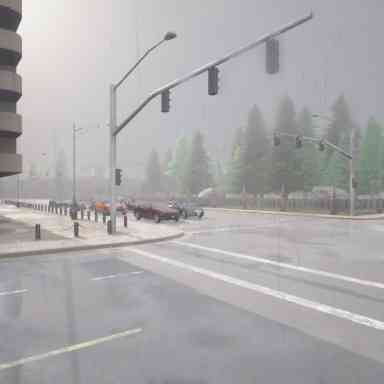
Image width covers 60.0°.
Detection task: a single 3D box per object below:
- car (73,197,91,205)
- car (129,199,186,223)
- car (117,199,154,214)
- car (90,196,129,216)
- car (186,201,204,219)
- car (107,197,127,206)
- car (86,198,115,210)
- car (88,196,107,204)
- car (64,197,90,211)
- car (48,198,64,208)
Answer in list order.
[{"bbox_3d":[-20.823,1.656,62.939,1.895,1.301,4.718,0,0,-36],"label":"car"},{"bbox_3d":[-2.876,1.533,26.530,1.882,1.535,5.008,0,0,-36],"label":"car"},{"bbox_3d":[-6.407,1.547,37.203,2.128,1.511,4.902,0,0,-36],"label":"car"},{"bbox_3d":[-8.343,1.407,33.925,2.097,1.767,4.553,0,0,-36],"label":"car"},{"bbox_3d":[-0.891,1.547,29.735,2.128,1.511,4.902,0,0,-36],"label":"car"},{"bbox_3d":[-13.245,1.581,58.590,1.812,1.442,4.674,0,0,-36],"label":"car"},{"bbox_3d":[-12.572,1.603,45.560,2.033,1.411,5.357,0,0,-36],"label":"car"},{"bbox_3d":[-18.755,1.547,66.031,2.128,1.511,4.902,0,0,-36],"label":"car"},{"bbox_3d":[-13.770,1.547,41.287,2.128,1.511,4.902,0,0,-36],"label":"car"},{"bbox_3d":[-20.040,1.603,49.838,2.033,1.411,5.357,0,0,-36],"label":"car"}]
